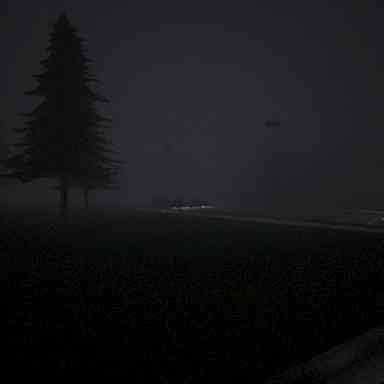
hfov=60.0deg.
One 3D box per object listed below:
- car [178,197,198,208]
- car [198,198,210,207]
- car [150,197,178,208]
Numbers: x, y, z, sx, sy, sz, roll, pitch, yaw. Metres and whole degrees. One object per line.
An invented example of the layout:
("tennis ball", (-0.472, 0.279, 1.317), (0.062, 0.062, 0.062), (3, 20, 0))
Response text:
("car", (-1.550, 1.539, 49.949), (1.812, 1.442, 4.674), (0, 0, -36))
("car", (1.033, 1.578, 52.350), (1.994, 1.385, 4.181), (0, 0, -36))
("car", (-4.388, 1.537, 47.900), (1.812, 1.442, 4.674), (0, 0, -36))
